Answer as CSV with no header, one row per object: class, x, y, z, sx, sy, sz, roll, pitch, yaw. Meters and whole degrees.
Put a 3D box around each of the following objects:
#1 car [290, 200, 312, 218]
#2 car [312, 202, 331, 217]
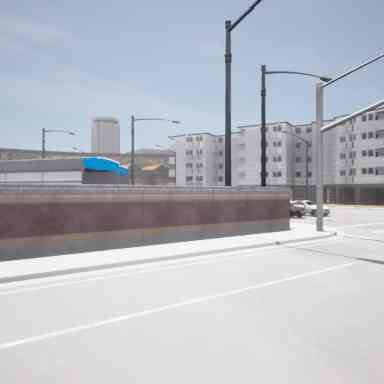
car,7.848,1.505,29.722,1.837,1.490,4.892,0,0,-35
car,10.791,1.526,31.646,1.812,1.442,4.674,0,0,-36
